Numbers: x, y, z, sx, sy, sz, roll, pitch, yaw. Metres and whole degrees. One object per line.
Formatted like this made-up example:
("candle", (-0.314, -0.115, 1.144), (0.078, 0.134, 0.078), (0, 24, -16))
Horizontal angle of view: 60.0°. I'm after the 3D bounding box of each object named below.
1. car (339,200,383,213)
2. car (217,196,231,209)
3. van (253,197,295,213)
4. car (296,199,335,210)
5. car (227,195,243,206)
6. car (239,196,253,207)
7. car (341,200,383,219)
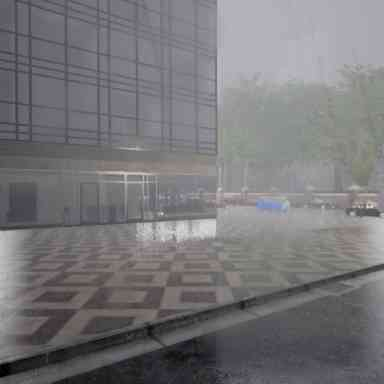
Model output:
("car", (19.503, 1.588, 38.605), (1.802, 1.307, 4.206), (-1, 0, -35))
("car", (2.984, 1.685, 47.222), (1.887, 1.381, 4.507), (-1, 0, -35))
("van", (9.355, 1.442, 38.193), (1.690, 1.788, 3.998), (-1, 0, -35))
("car", (16.317, 1.584, 43.119), (2.008, 1.369, 4.403), (-1, 0, -35))
("car", (6.755, 1.400, 56.661), (2.192, 1.841, 5.009), (-1, 0, -35))
("car", (9.944, 1.655, 52.148), (1.802, 1.307, 4.206), (-1, 0, -35))
("car", (15.730, 1.593, 29.165), (2.008, 1.369, 4.403), (-1, 0, -35))
